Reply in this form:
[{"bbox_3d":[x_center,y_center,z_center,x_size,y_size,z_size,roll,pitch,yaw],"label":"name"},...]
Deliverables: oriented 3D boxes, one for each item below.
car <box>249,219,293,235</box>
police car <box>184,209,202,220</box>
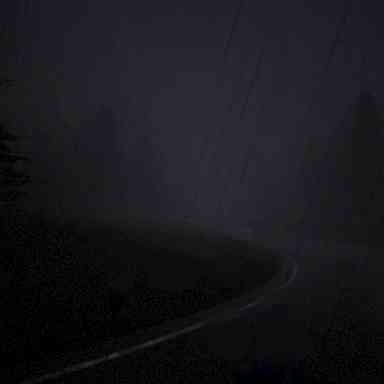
[{"bbox_3d":[6.729,2.977,29.103,1.895,1.301,4.718,3,-2,-16],"label":"car"},{"bbox_3d":[0.113,3.514,52.117,1.930,1.638,5.238,3,-2,-15],"label":"police car"}]
